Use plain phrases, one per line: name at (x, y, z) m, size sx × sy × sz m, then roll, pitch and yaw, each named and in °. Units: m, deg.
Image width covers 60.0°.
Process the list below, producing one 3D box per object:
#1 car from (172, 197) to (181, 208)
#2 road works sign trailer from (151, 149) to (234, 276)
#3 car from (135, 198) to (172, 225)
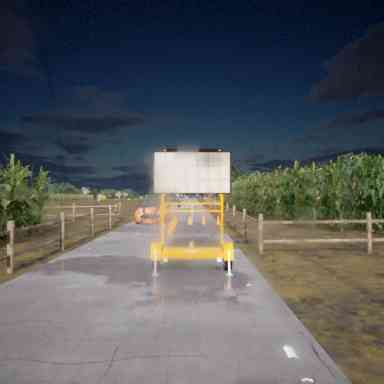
car at (-2.722, 1.606, 50.775) m, size 1.837 × 1.490 × 4.892 m, roll 0°, pitch 0°, yaw 0°
road works sign trailer at (0.007, 0.465, 10.347) m, size 2.380 × 3.560 × 2.880 m, roll 0°, pitch 0°, yaw 0°
car at (-2.834, 1.367, 24.342) m, size 2.097 × 1.767 × 4.553 m, roll 0°, pitch 0°, yaw 0°
